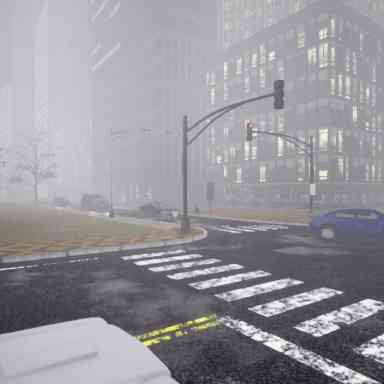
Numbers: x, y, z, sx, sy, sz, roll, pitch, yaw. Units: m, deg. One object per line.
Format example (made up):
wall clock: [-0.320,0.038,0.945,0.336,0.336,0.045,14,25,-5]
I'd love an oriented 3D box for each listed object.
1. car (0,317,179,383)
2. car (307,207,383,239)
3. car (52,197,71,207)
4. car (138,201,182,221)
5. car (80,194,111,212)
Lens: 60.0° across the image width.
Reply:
car: [-2.274,1.601,1.821,4.718,1.301,1.895,0,0,-36]
car: [8.185,1.481,15.929,5.008,1.535,1.882,0,0,29]
car: [-20.764,1.483,52.845,1.882,1.535,5.008,0,0,-35]
car: [-2.655,1.497,27.036,2.128,1.511,4.902,0,0,-35]
car: [-11.652,1.227,39.794,2.150,2.045,5.566,0,0,-35]
